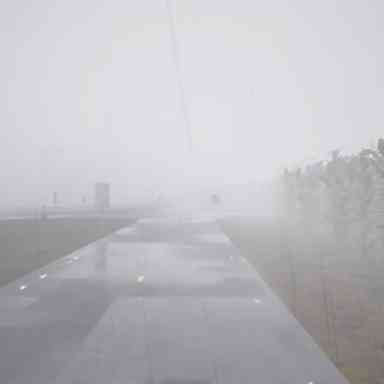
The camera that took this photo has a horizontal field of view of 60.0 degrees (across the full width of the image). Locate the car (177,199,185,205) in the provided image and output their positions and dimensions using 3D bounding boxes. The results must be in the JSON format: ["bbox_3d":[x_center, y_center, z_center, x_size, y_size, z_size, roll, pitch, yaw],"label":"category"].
[{"bbox_3d":[-2.736,2.467,81.956,2.128,1.511,4.902,0,-1,0],"label":"car"}]
